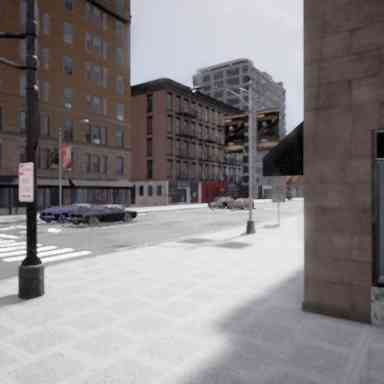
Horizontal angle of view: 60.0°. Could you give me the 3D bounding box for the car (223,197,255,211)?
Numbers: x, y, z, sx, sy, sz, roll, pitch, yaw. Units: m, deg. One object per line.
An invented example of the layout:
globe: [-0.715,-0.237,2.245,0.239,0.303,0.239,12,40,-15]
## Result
car: [5.873,1.386,39.286,1.812,1.442,4.674,0,0,35]

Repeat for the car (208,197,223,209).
car: [3.802,1.356,41.985,2.128,1.511,4.902,0,0,35]

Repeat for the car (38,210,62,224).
car: [-8.616,1.556,24.358,1.895,1.301,4.718,0,0,35]

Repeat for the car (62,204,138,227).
car: [-5.961,1.548,22.481,1.895,1.301,4.718,0,0,35]
